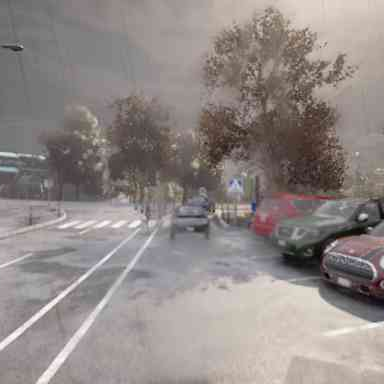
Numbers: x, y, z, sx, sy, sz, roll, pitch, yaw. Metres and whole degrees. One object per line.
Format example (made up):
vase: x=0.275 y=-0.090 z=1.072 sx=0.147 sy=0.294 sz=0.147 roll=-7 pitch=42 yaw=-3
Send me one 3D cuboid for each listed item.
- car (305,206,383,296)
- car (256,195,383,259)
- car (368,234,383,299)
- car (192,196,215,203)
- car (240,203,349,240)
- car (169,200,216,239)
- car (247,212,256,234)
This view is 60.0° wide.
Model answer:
car: x=5.320 y=1.334 z=7.829 sx=4.553 sy=1.767 sz=2.185 roll=1 pitch=1 yaw=-21
car: x=5.228 y=1.182 z=10.773 sx=5.566 sy=2.045 sz=2.435 roll=1 pitch=1 yaw=-21
car: x=5.488 y=1.478 z=4.923 sx=5.366 sy=1.575 sz=1.946 roll=1 pitch=0 yaw=-21
car: x=1.052 y=1.148 z=32.518 sx=2.097 sy=1.767 sz=4.553 roll=3 pitch=0 yaw=12
car: x=5.135 y=1.381 z=16.736 sx=4.892 sy=1.521 sz=2.231 roll=1 pitch=0 yaw=-22
car: x=-0.120 y=1.379 z=16.752 sx=2.128 sy=1.511 sz=4.902 roll=0 pitch=1 yaw=-1
car: x=5.229 y=1.155 z=13.775 sx=5.566 sy=2.045 sz=2.435 roll=1 pitch=0 yaw=-21
